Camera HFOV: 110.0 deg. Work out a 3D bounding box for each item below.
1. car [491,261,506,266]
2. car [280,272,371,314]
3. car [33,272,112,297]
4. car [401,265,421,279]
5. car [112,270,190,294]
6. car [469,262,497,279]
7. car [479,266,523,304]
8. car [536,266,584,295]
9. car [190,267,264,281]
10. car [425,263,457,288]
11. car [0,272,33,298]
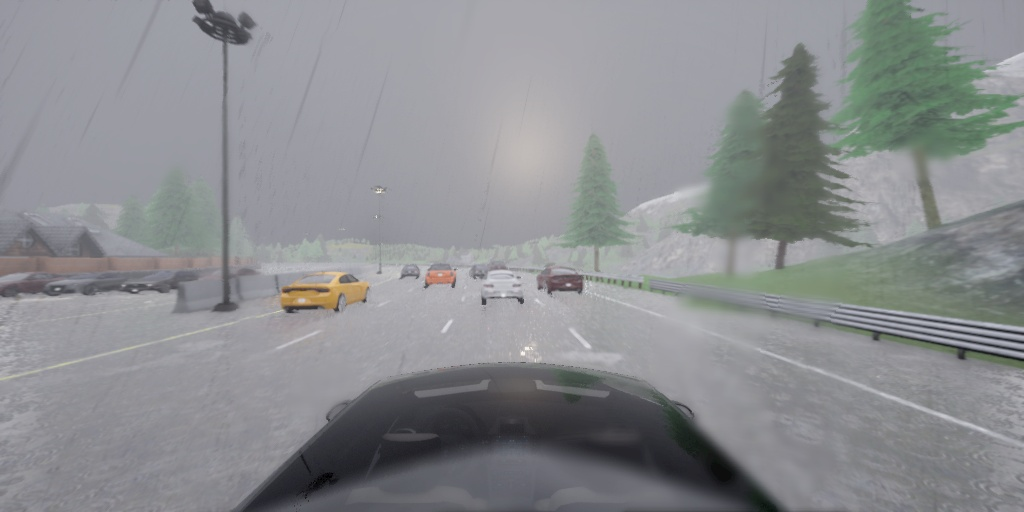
[{"bbox_3d":[-2.128,1.420,47.086,2.097,1.767,4.553,-1,0,-14],"label":"car"},{"bbox_3d":[-7.379,1.387,14.745,1.882,1.535,5.008,0,0,-4],"label":"car"},{"bbox_3d":[-25.997,1.708,22.276,1.994,1.385,4.181,-1,0,-8],"label":"car"},{"bbox_3d":[-10.585,1.638,37.536,2.033,1.411,5.357,0,0,-13],"label":"car"},{"bbox_3d":[-22.643,1.668,23.802,2.033,1.411,5.357,-1,0,-8],"label":"car"},{"bbox_3d":[-3.276,1.560,36.777,2.033,1.411,5.357,0,0,-12],"label":"car"},{"bbox_3d":[-0.551,1.381,16.986,1.812,1.442,4.674,0,0,-5],"label":"car"},{"bbox_3d":[2.632,1.325,20.668,1.882,1.535,5.008,0,0,-6],"label":"car"},{"bbox_3d":[-19.292,1.572,24.880,1.882,1.535,5.008,0,0,-8],"label":"car"},{"bbox_3d":[-5.176,1.315,26.453,2.097,1.767,4.553,-1,0,-8],"label":"car"},{"bbox_3d":[-29.444,1.700,21.729,1.812,1.442,4.674,0,-1,-8],"label":"car"}]
